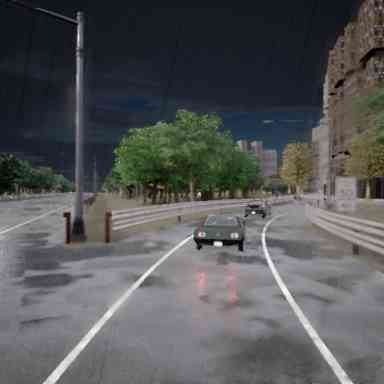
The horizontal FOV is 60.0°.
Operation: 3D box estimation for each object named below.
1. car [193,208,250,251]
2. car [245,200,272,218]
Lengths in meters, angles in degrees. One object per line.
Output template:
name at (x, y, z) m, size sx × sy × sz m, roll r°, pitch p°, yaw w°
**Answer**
car at (1.368, 1.609, 14.349) m, size 1.895 × 1.301 × 4.718 m, roll 0°, pitch 0°, yaw 10°
car at (6.194, 1.531, 30.855) m, size 1.837 × 1.490 × 4.892 m, roll 0°, pitch 0°, yaw 22°
